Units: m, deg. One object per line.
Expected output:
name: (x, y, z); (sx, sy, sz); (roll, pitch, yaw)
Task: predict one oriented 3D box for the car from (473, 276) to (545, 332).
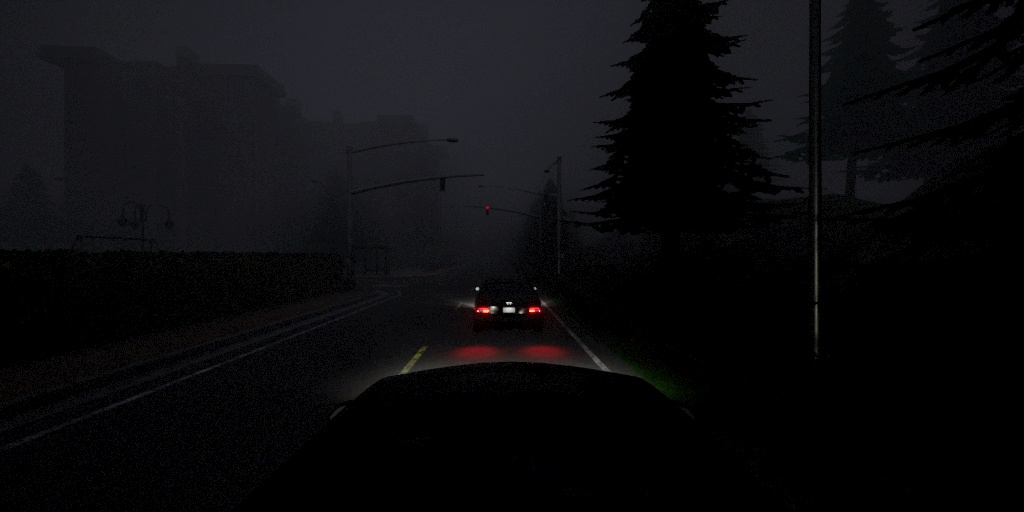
car: (-0.158, 1.297, 10.817); (2.033, 1.411, 5.357); (0, 0, -2)
